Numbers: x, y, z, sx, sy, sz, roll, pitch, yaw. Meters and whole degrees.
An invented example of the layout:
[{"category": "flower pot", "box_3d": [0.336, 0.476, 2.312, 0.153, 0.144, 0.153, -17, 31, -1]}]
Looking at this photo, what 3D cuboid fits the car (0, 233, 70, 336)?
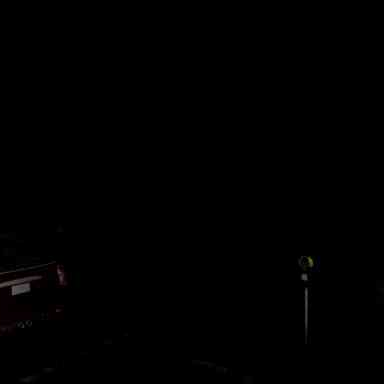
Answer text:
[{"category": "car", "box_3d": [-4.079, 1.440, 5.988, 4.097, 1.590, 1.967, 0, 0, 36]}]
